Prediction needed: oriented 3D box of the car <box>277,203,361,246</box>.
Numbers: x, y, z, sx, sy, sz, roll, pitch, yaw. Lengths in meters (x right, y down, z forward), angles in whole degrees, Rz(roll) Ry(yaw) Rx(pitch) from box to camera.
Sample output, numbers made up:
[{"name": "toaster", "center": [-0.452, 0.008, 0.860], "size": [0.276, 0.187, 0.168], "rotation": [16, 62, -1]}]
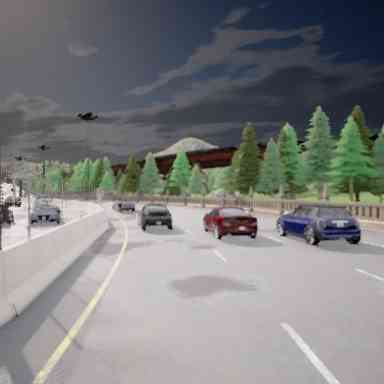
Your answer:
[{"name": "car", "center": [5.676, 1.347, 15.534], "size": [2.097, 1.767, 4.553], "rotation": [0, 0, -8]}]

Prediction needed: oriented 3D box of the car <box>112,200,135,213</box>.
[{"name": "car", "center": [-8.043, 1.632, 39.112], "size": [2.033, 1.411, 5.357], "rotation": [0, 0, -24]}]

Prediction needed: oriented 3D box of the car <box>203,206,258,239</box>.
[{"name": "car", "center": [1.859, 1.492, 17.426], "size": [1.882, 1.535, 5.008], "rotation": [0, 0, -9]}]

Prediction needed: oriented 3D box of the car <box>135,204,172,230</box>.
[{"name": "car", "center": [-2.462, 1.544, 21.516], "size": [1.837, 1.490, 4.892], "rotation": [0, 0, -13]}]
